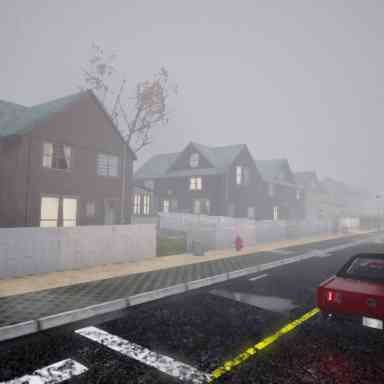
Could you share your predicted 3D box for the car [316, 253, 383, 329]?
[{"bbox_3d":[4.393,1.989,7.200,1.895,1.301,4.718,-1,-4,39],"label":"car"}]
